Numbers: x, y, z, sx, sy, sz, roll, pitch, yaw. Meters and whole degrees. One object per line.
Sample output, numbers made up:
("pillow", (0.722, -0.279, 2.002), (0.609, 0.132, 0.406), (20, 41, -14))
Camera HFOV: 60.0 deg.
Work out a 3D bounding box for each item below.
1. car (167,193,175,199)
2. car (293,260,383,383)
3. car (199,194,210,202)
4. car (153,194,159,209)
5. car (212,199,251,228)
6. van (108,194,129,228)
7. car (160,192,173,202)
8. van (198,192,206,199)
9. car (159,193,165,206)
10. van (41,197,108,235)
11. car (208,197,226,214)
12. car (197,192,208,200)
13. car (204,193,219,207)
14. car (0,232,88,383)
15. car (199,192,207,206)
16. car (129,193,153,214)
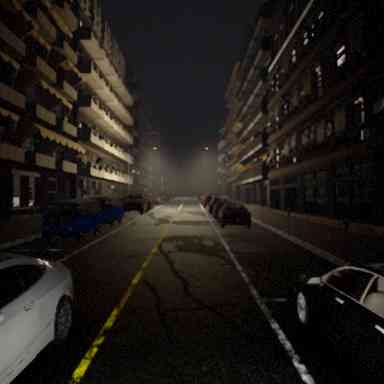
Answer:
("car", (-5.493, 1.071, 87.023), (1.802, 1.307, 4.206), (1, 0, 0))
("car", (2.577, 1.515, 4.021), (2.008, 1.369, 4.403), (1, 0, 0))
("car", (2.405, 1.155, 64.861), (1.802, 1.307, 4.206), (1, 0, 0))
("car", (-5.373, 1.046, 37.245), (2.192, 1.841, 5.009), (1, 0, 0))
("car", (2.540, 1.383, 20.613), (1.887, 1.381, 4.507), (1, 0, 0))
("van", (-5.336, 1.183, 20.655), (1.690, 1.788, 3.998), (1, 0, 0))
("car", (-5.436, 0.892, 64.897), (2.192, 1.841, 5.009), (1, 0, 0))
("van", (2.371, 0.846, 81.454), (1.690, 1.788, 3.998), (1, 0, 0))
("car", (-5.404, 1.229, 48.309), (1.947, 1.339, 4.313), (1, 0, 0))
("van", (-5.323, 1.222, 15.123), (1.690, 1.788, 3.998), (1, 0, 0))
("car", (2.527, 1.345, 26.142), (1.887, 1.381, 4.507), (1, 0, 0))
("car", (2.385, 0.841, 75.922), (2.192, 1.841, 5.009), (1, 0, 0))
("car", (2.525, 1.203, 31.673), (1.967, 1.590, 4.097), (1, 0, 0))
("car", (-2.756, 1.496, 3.580), (1.812, 1.442, 4.674), (0, 0, 0))
("car", (2.461, 1.007, 42.734), (2.192, 1.841, 5.009), (1, 0, 0))
("car", (-5.360, 1.082, 31.715), (2.192, 1.841, 5.009), (1, 0, 0))
